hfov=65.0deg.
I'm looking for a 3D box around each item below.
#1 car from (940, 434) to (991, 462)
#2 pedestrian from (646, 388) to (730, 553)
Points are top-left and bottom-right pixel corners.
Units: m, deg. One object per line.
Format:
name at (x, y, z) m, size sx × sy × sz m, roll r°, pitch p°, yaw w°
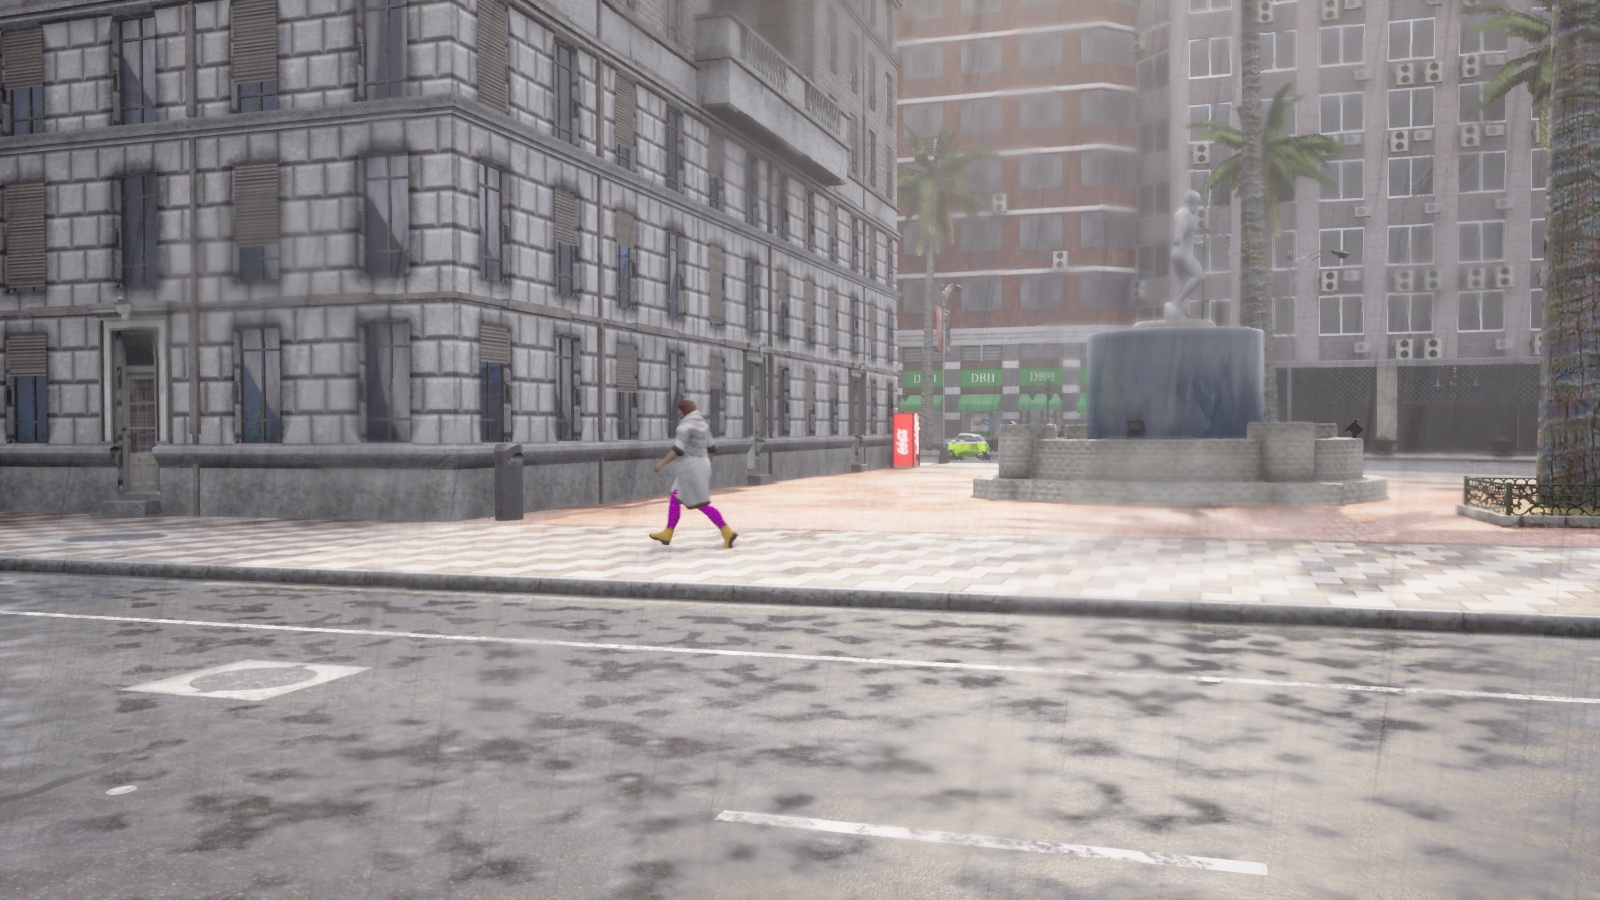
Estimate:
car at (8.500, -0.117, 64.331) m, size 2.207 × 1.376 × 1.481 m, roll 1°, pitch 1°, yaw 26°
pedestrian at (-1.352, 0.234, 15.249) m, size 0.873 × 1.952 × 0.659 m, roll 0°, pitch 1°, yaw 11°
